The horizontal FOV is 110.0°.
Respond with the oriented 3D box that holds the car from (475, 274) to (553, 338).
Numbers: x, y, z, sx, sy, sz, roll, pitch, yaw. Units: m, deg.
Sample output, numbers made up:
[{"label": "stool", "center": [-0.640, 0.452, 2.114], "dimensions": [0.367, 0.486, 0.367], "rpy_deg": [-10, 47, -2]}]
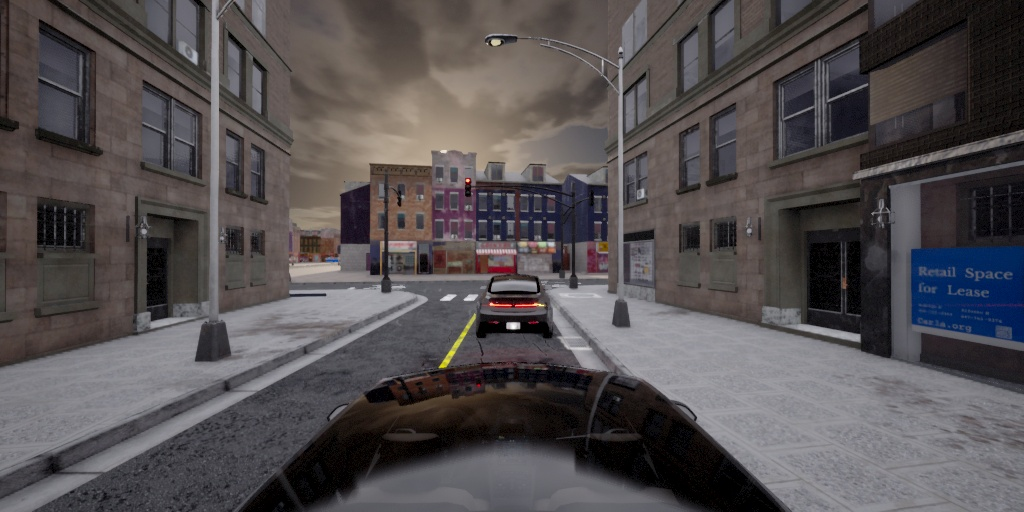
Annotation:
[{"label": "car", "center": [0.100, 1.256, 10.148], "dimensions": [1.837, 1.490, 4.892], "rpy_deg": [0, 0, 2]}]
